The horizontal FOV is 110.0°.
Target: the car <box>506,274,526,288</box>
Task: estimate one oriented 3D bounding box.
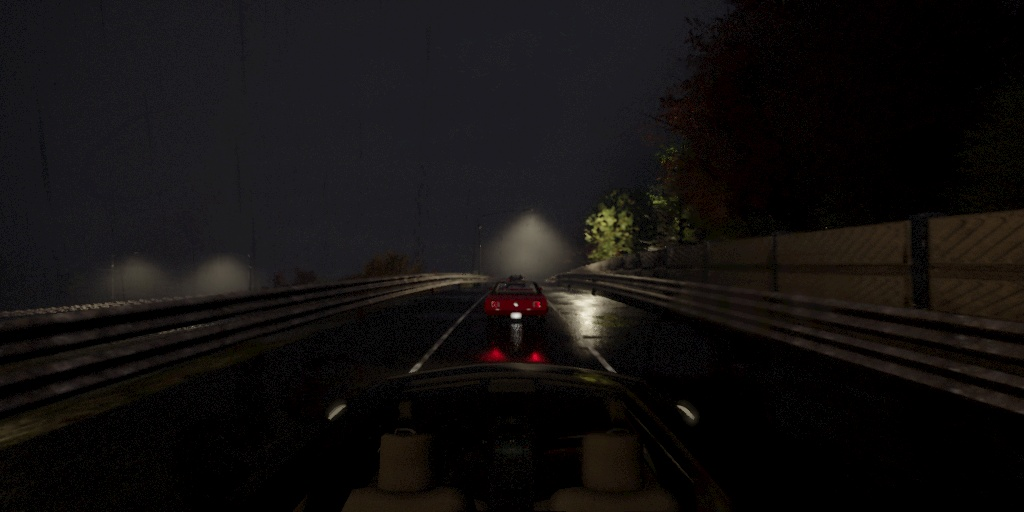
[{"bbox_3d":[0.454,2.681,38.188,1.994,1.385,4.181,0,-4,2],"label":"car"}]

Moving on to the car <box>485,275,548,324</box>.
[{"bbox_3d":[0.134,1.504,12.699,1.895,1.301,4.718,0,-1,0],"label":"car"}]
